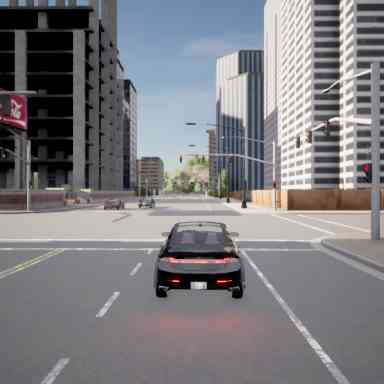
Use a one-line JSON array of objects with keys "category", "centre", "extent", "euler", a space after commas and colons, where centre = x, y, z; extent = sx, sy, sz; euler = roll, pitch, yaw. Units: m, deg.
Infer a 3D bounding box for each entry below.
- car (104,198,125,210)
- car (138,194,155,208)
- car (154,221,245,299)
[{"category": "car", "centre": [-9.991, 1.526, 43.090], "extent": [1.812, 1.442, 4.674], "euler": [0, 0, 1]}, {"category": "car", "centre": [-6.420, 1.491, 47.534], "extent": [2.128, 1.511, 4.902], "euler": [0, 0, 1]}, {"category": "car", "centre": [0.205, 1.492, 8.485], "extent": [2.128, 1.511, 4.902], "euler": [0, 0, 2]}]
